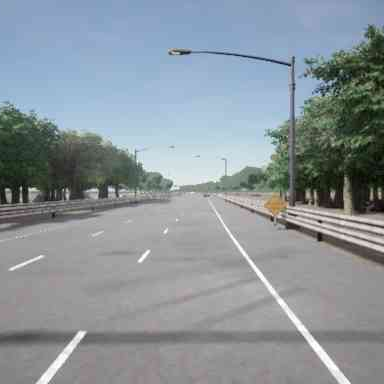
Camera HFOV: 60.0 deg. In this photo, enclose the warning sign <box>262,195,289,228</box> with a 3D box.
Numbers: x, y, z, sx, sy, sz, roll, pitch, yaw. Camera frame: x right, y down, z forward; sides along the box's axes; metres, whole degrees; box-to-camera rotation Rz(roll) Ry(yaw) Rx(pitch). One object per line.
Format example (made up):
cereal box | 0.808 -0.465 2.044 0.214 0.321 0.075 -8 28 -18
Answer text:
warning sign | 4.868 1.088 19.473 1.300 1.860 1.060 0 0 2
